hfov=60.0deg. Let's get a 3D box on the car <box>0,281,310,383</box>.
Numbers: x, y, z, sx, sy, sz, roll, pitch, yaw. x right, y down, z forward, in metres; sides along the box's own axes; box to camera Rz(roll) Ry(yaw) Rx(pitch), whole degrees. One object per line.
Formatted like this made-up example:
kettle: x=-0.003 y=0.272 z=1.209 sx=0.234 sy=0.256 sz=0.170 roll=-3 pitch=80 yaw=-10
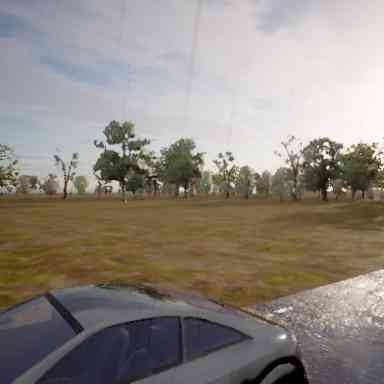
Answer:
car: x=-0.949 y=1.564 z=2.700 sx=4.181 sy=1.385 sz=1.994 roll=0 pitch=0 yaw=-35
